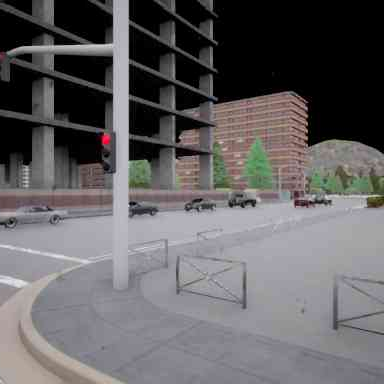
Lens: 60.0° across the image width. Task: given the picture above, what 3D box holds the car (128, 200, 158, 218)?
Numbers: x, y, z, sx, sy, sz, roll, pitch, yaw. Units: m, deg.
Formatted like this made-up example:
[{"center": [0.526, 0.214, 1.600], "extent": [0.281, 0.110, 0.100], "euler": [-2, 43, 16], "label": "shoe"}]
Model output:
[{"center": [-4.976, 1.470, 29.984], "extent": [1.812, 1.442, 4.674], "euler": [0, 0, 36], "label": "car"}]

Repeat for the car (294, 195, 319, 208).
[{"center": [16.033, 1.422, 47.183], "extent": [1.882, 1.535, 5.008], "euler": [0, 0, 35], "label": "car"}]

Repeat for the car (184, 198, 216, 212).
[{"center": [1.023, 1.449, 38.446], "extent": [1.837, 1.490, 4.892], "euler": [0, 0, 35], "label": "car"}]

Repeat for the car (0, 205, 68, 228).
[{"center": [-10.755, 1.545, 21.855], "extent": [1.895, 1.301, 4.718], "euler": [0, 0, 35], "label": "car"}]

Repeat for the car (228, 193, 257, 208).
[{"center": [7.251, 1.166, 47.155], "extent": [2.150, 2.045, 5.566], "euler": [0, 0, 35], "label": "car"}]

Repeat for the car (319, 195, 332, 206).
[{"center": [21.736, 1.297, 55.218], "extent": [2.097, 1.767, 4.553], "euler": [0, 0, 35], "label": "car"}]
